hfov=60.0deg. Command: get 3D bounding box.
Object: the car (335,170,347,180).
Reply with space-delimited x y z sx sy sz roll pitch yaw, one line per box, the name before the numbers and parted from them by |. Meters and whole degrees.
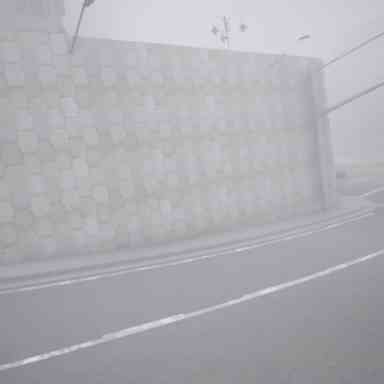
car | 12.963 -1.789 33.324 1.837 1.490 4.892 -12 7 -35
